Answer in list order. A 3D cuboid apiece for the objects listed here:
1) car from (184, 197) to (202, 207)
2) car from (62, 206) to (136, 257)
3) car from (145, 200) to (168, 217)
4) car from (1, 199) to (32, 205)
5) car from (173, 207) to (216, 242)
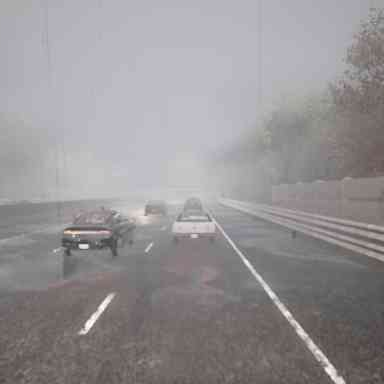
[{"bbox_3d":[0.104,1.397,39.475,2.097,1.767,4.553,0,0,0],"label":"car"},{"bbox_3d":[-3.397,1.499,12.893,2.128,1.511,4.902,0,0,0],"label":"car"},{"bbox_3d":[-3.395,1.511,32.343,1.882,1.535,5.008,0,0,0],"label":"car"},{"bbox_3d":[-17.496,1.451,32.996,1.837,1.490,4.892,0,0,0],"label":"car"},{"bbox_3d":[0.104,1.613,16.515,1.895,1.301,4.718,0,0,0],"label":"car"}]
